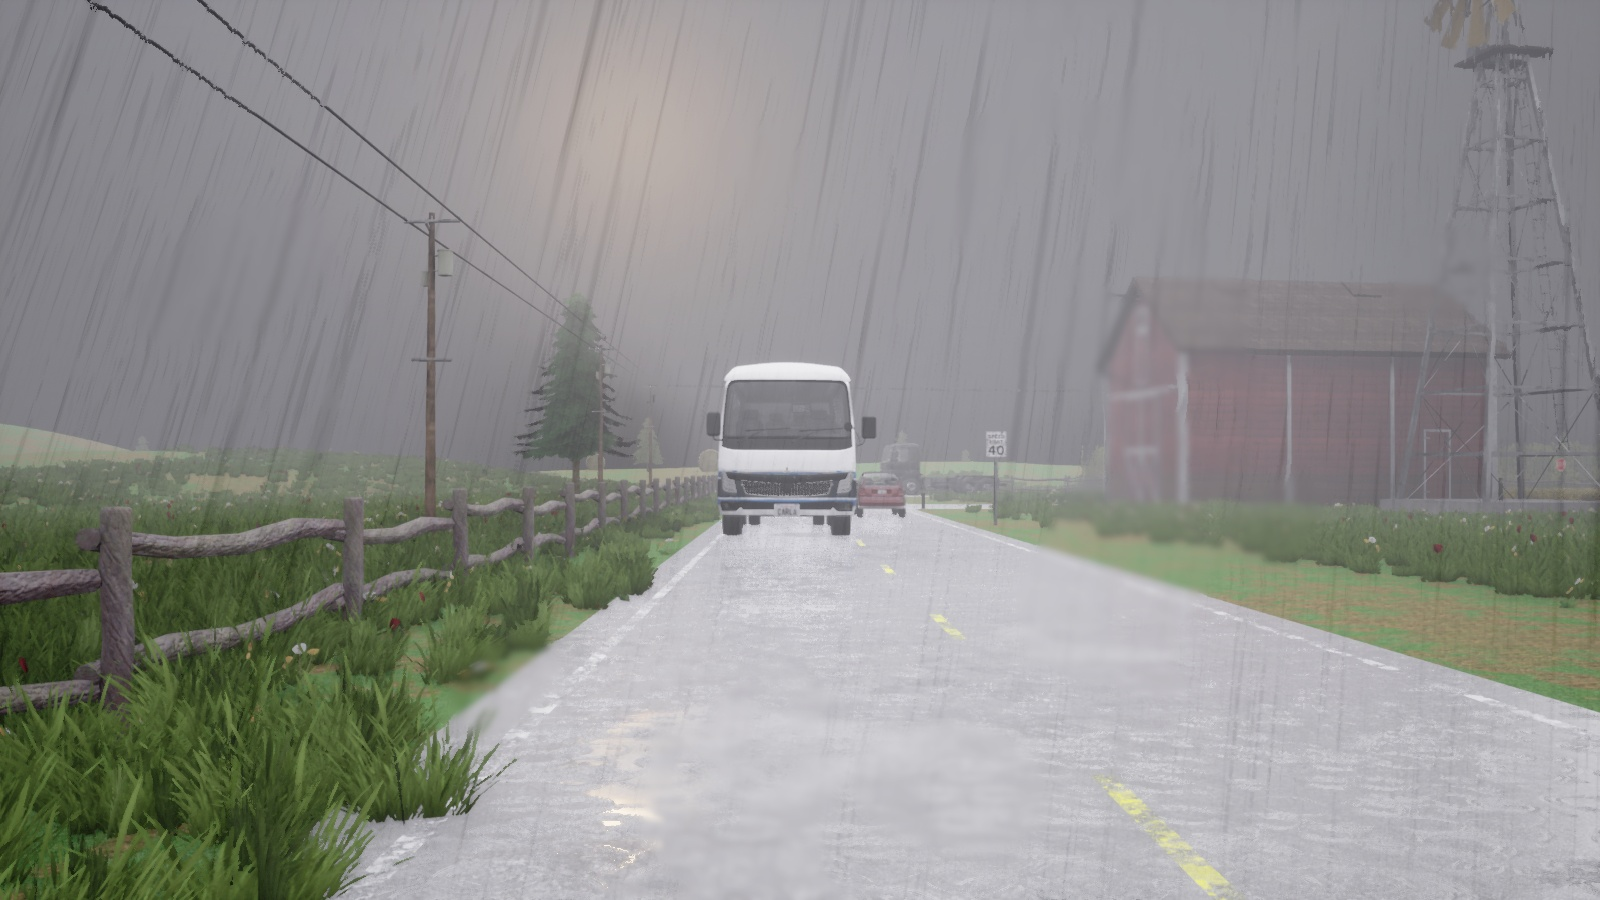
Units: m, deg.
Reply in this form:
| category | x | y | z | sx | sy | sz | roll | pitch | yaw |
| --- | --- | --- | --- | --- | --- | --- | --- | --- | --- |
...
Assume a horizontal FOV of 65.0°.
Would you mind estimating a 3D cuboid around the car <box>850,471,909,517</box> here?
| category | x | y | z | sx | sy | sz | roll | pitch | yaw |
| --- | --- | --- | --- | --- | --- | --- | --- | --- | --- |
| car | 2.737 | 1.521 | 44.128 | 1.789 | 1.549 | 3.705 | 0 | -1 | -1 |

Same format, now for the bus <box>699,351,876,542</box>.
| category | x | y | z | sx | sy | sz | roll | pitch | yaw |
| --- | --- | --- | --- | --- | --- | --- | --- | --- | --- |
| bus | -0.344 | -0.004 | 33.235 | 3.944 | 4.253 | 10.273 | 0 | -1 | -1 |

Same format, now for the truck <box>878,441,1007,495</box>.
| category | x | y | z | sx | sy | sz | roll | pitch | yaw |
| --- | --- | --- | --- | --- | --- | --- | --- | --- | --- |
| truck | 9.241 | 1.168 | 81.913 | 7.936 | 3.462 | 2.891 | 0 | -1 | -6 |
